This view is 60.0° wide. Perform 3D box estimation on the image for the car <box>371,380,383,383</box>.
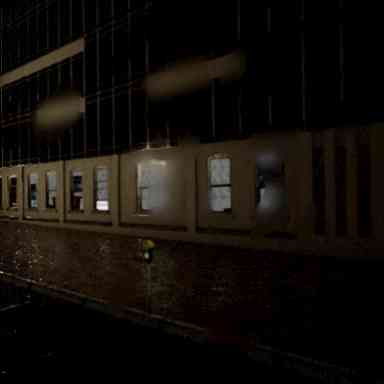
[{"bbox_3d":[2.740,1.540,0.930,4.507,1.381,1.887,0,-1,36],"label":"car"}]
